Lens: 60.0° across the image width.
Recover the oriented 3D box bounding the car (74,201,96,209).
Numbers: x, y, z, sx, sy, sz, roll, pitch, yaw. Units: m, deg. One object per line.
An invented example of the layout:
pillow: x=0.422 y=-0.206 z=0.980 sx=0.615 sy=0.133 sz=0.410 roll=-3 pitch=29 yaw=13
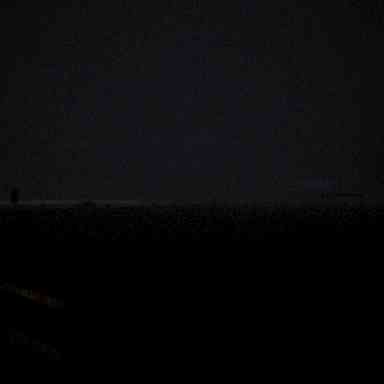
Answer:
car: x=-18.751 y=2.333 z=58.752 sx=1.812 sy=1.442 sz=4.674 roll=-1 pitch=-1 yaw=17
